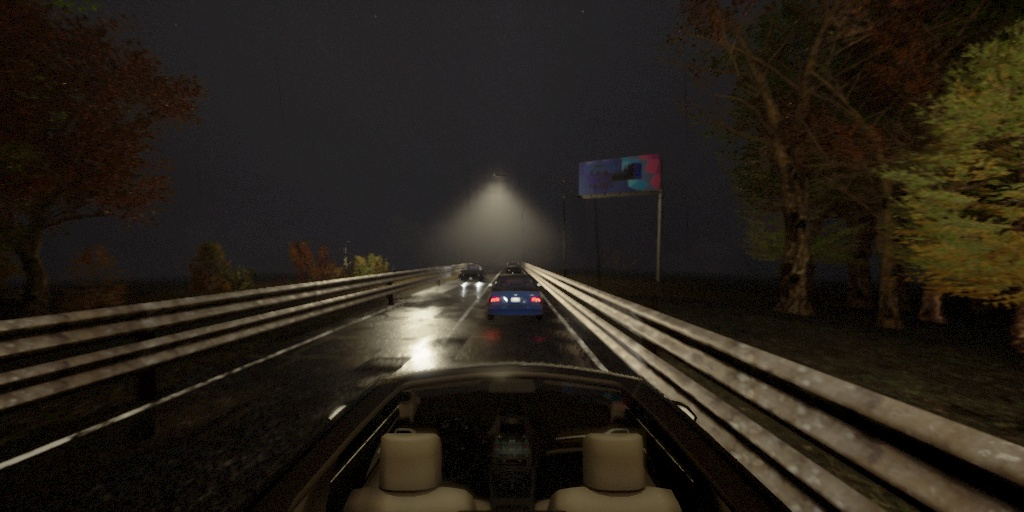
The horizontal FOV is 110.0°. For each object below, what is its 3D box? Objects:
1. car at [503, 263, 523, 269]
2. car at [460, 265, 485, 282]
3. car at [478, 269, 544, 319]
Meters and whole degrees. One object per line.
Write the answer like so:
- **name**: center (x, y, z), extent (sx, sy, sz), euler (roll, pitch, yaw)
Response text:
- **car**: center (0.097, 1.445, 37.712), extent (1.837, 1.490, 4.892), euler (0, 0, 0)
- **car**: center (-3.314, 1.455, 31.609), extent (2.033, 1.411, 5.357), euler (0, 0, 0)
- **car**: center (0.099, 1.358, 13.142), extent (2.033, 1.411, 5.357), euler (0, 0, 0)
